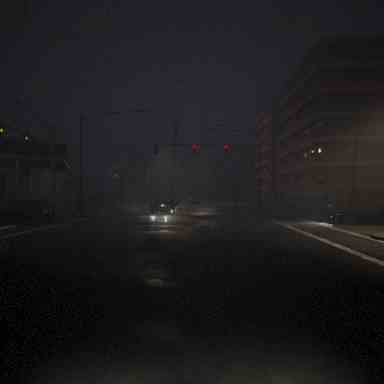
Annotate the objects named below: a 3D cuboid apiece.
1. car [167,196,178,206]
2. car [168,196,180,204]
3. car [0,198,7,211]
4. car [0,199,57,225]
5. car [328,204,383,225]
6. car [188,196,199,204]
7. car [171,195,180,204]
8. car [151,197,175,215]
[{"bbox_3d":[-3.249,1.564,44.102,1.994,1.385,4.181,0,0,0],"label":"car"},{"bbox_3d":[-3.385,1.564,63.892,1.994,1.385,4.181,0,0,0],"label":"car"},{"bbox_3d":[-24.046,1.456,38.922,3.806,1.475,1.970,0,0,1],"label":"car"},{"bbox_3d":[-12.074,1.352,23.480,4.553,1.767,2.097,0,0,0],"label":"car"},{"bbox_3d":[11.784,1.564,23.305,4.181,1.385,1.994,0,0,1],"label":"car"},{"bbox_3d":[0.286,1.526,62.031,1.812,1.442,4.674,0,0,0],"label":"car"},{"bbox_3d":[-3.326,1.351,53.217,2.097,1.767,4.553,0,0,0],"label":"car"},{"bbox_3d":[-3.168,1.547,34.715,2.033,1.411,5.357,0,0,-1],"label":"car"}]
